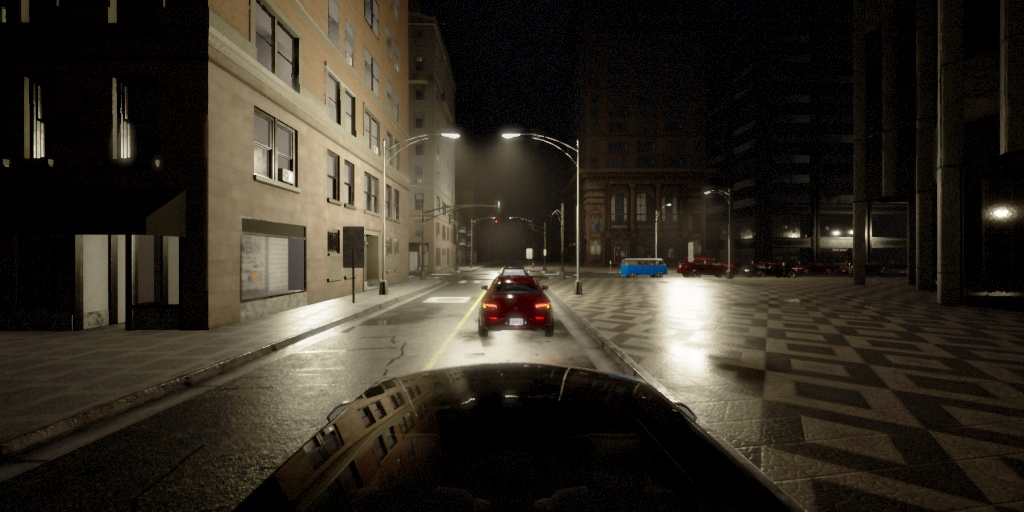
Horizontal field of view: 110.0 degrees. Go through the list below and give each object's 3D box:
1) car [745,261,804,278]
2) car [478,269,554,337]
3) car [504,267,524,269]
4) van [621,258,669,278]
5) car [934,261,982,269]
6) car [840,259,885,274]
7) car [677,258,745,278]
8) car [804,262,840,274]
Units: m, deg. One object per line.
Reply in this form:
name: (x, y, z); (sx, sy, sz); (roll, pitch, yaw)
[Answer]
car: (23.022, 1.325, 32.129); (4.313, 1.339, 1.948); (0, 0, -1)
car: (0.095, 1.271, 10.148); (1.812, 1.442, 4.674); (0, 0, 0)
car: (0.110, 1.302, 20.020); (1.994, 1.385, 4.181); (0, 0, 0)
van: (11.742, 1.105, 31.962); (3.998, 1.789, 1.690); (0, 0, -1)
car: (39.940, 1.190, 32.379); (4.097, 1.591, 1.967); (0, 0, -1)
car: (39.838, 1.185, 40.904); (4.097, 1.591, 1.967); (0, 0, -1)
car: (17.383, 1.078, 32.046); (5.009, 1.841, 2.192); (0, 0, -1)
car: (34.199, 1.330, 40.821); (4.207, 1.307, 1.802); (0, 0, -1)
